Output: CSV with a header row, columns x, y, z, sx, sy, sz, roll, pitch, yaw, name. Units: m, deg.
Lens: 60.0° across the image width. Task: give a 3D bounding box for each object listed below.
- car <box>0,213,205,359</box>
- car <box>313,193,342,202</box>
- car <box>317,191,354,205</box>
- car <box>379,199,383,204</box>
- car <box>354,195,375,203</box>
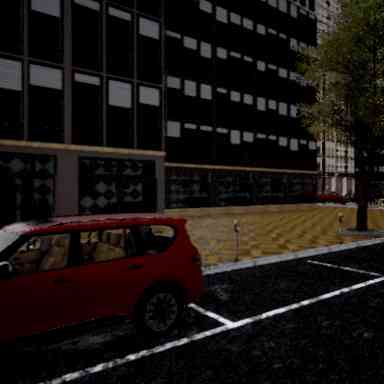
x,y,z,sx,sy,sz,roll,pitch,yaw,name
-2.103,1.314,5.062,5.009,1.841,2.192,0,0,-35,car
22.978,0.948,56.604,1.802,1.307,4.206,1,0,-36,car
19.535,0.816,47.116,2.192,1.841,5.009,1,0,-36,car
29.576,1.098,47.720,1.752,1.417,4.829,1,0,-36,car
26.292,1.037,52.067,1.947,1.339,4.313,1,0,-36,car
